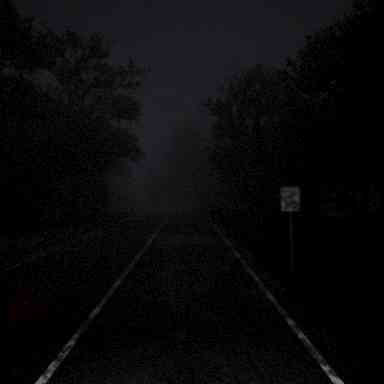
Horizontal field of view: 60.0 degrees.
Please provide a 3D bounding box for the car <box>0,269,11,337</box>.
[{"bbox_3d":[-3.632,1.504,3.079,1.837,1.490,4.892,0,0,0],"label":"car"}]
